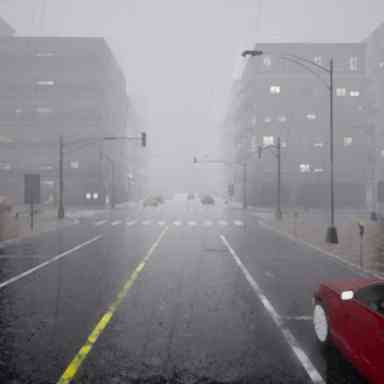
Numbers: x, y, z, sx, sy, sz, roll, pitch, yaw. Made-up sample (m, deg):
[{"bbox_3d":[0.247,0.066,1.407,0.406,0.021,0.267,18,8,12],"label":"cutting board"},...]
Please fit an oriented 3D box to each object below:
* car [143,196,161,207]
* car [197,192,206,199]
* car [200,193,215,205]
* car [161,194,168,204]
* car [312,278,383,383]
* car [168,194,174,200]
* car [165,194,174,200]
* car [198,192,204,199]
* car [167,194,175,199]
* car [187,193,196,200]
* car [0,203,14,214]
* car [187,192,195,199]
[{"bbox_3d":[-5.769,1.342,46.724,1.752,1.417,4.829,1,0,0],"label":"car"},{"bbox_3d":[2.531,0.968,91.083,2.192,1.841,5.009,1,0,0],"label":"car"},{"bbox_3d":[2.601,1.341,52.419,1.887,1.381,4.507,1,0,0],"label":"car"},{"bbox_3d":[-5.791,1.319,57.941,1.887,1.381,4.507,1,0,0],"label":"car"},{"bbox_3d":[2.692,1.531,3.383,1.887,1.381,4.507,1,0,0],"label":"car"},{"bbox_3d":[-5.831,1.218,79.865,1.752,1.417,4.829,1,0,0],"label":"car"},{"bbox_3d":[-5.842,1.223,85.558,2.008,1.369,4.403,1,0,0],"label":"car"},{"bbox_3d":[2.591,1.215,57.942,1.967,1.590,4.097,1,0,0],"label":"car"},{"bbox_3d":[-5.852,1.197,91.082,1.887,1.381,4.507,1,0,0],"label":"car"},{"bbox_3d":[-0.143,1.197,78.258,1.837,1.490,4.892,0,0,0],"label":"car"},{"bbox_3d":[-17.303,1.147,27.747,4.507,1.381,1.887,1,-1,-1],"label":"car"},{"bbox_3d":[-0.164,0.947,88.650,2.097,1.767,4.553,0,0,0],"label":"car"}]
